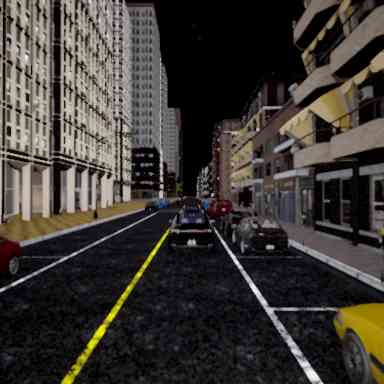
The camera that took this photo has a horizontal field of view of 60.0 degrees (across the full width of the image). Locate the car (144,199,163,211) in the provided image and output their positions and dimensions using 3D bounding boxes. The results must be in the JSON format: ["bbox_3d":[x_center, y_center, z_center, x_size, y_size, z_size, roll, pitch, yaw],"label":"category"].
[{"bbox_3d":[-5.692,2.032,47.513,1.947,1.339,4.313,0,-1,0],"label":"car"}]

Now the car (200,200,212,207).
[{"bbox_3d":[2.687,2.190,64.458,2.008,1.369,4.403,0,-1,0],"label":"car"}]

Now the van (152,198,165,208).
[{"bbox_3d":[-5.693,1.865,53.164,1.690,1.788,3.998,0,-1,0],"label":"van"}]

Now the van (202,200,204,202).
[{"bbox_3d":[2.688,1.807,47.515,1.690,1.788,3.998,0,-1,0],"label":"van"}]

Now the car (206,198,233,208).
[{"bbox_3d":[2.689,1.612,30.571,2.192,1.841,5.009,0,-1,0],"label":"car"}]

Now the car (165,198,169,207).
[{"bbox_3d":[-5.693,2.132,58.810,2.008,1.369,4.403,0,-1,0],"label":"car"}]

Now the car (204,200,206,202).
[{"bbox_3d":[2.688,1.991,41.865,1.802,1.307,4.206,0,-1,0],"label":"car"}]

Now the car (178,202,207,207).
[{"bbox_3d":[0.003,1.848,29.296,1.994,1.385,4.181,0,-1,0],"label":"car"}]

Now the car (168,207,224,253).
[{"bbox_3d":[0.003,1.630,14.296,2.128,1.511,4.902,0,0,0],"label":"car"}]

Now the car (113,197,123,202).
[{"bbox_3d":[-21.135,2.000,92.189,4.097,1.590,1.967,1,-2,0],"label":"car"}]

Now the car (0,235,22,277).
[{"bbox_3d":[-5.691,1.659,7.975,1.802,1.307,4.206,0,-1,0],"label":"car"}]

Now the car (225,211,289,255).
[{"bbox_3d":[2.689,1.681,13.624,2.008,1.369,4.403,0,-1,0],"label":"car"}]

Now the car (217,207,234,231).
[{"bbox_3d":[2.689,1.751,19.271,1.947,1.339,4.313,0,-1,0],"label":"car"}]

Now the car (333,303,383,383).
[{"bbox_3d":[2.690,1.550,2.497,1.752,1.417,4.829,0,-1,0],"label":"car"}]

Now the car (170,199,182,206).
[{"bbox_3d":[-3.002,2.267,71.793,1.994,1.385,4.181,0,-1,0],"label":"car"}]
